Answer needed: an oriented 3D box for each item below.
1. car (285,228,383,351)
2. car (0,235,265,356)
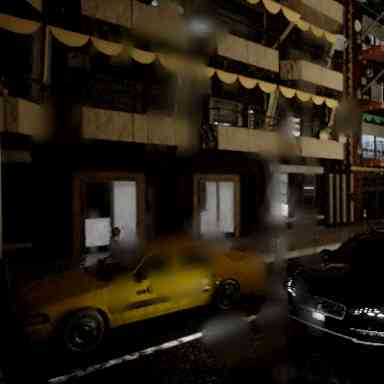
[{"bbox_3d":[3.736,1.463,6.046,4.892,1.490,1.837,0,0,-36],"label":"car"},{"bbox_3d":[-0.786,1.508,6.007,4.829,1.417,1.752,0,0,-36],"label":"car"}]
